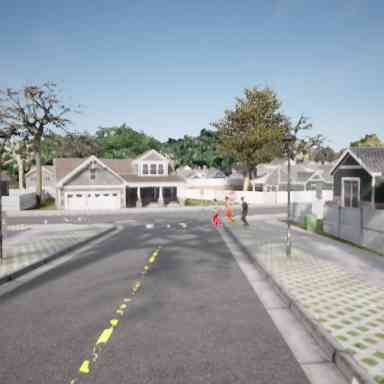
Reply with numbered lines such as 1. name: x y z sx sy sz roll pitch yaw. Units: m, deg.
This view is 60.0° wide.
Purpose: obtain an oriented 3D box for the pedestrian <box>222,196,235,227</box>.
1. pedestrian: 2.104 1.101 19.447 0.375 1.860 0.375 -3 3 0

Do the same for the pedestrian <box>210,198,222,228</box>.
1. pedestrian: 1.456 1.252 20.054 0.375 1.860 0.375 -3 3 0

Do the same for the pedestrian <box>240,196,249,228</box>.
1. pedestrian: 2.988 1.102 18.837 0.375 1.860 0.375 -3 3 0
